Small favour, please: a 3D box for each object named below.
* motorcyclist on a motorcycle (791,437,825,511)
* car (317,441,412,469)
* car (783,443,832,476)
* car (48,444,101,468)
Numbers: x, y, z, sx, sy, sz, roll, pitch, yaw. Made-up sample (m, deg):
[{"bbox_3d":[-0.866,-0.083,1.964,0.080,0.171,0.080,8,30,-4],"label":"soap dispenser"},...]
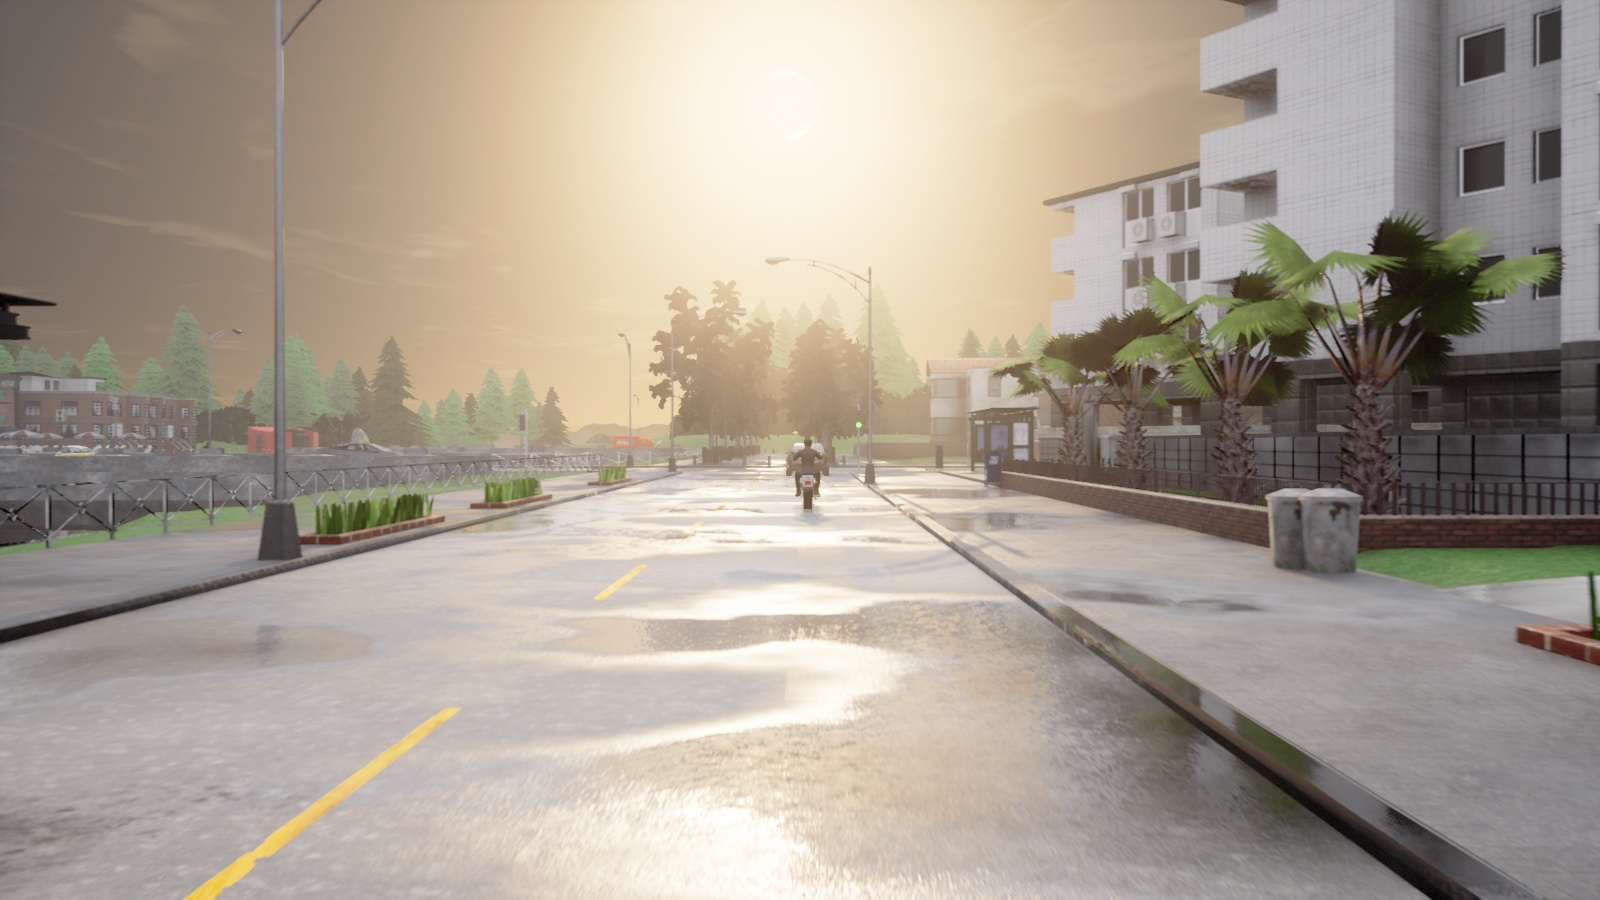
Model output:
[{"bbox_3d":[0.183,0.533,29.114,0.766,1.649,2.350,0,0,0],"label":"motorcyclist on a motorcycle"},{"bbox_3d":[-23.987,0.284,69.261,4.514,1.525,2.007,0,0,2],"label":"car"},{"bbox_3d":[0.353,0.418,58.290,2.163,1.488,4.792,0,0,0],"label":"car"},{"bbox_3d":[-42.359,0.354,73.320,2.207,1.376,1.481,0,0,0],"label":"car"}]
